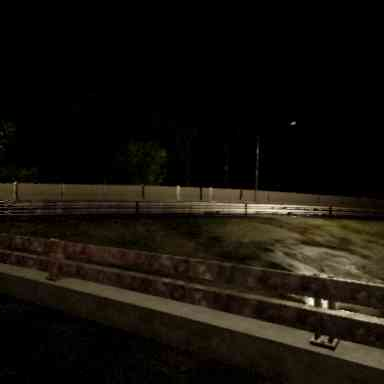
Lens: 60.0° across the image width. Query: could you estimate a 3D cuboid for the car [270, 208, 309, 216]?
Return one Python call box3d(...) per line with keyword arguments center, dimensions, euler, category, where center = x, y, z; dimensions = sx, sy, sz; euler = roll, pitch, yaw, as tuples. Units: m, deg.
box3d(center=(11.702, 2.195, 39.949), dimensions=(4.718, 1.301, 1.895), euler=(3, -1, -22), category="car")
